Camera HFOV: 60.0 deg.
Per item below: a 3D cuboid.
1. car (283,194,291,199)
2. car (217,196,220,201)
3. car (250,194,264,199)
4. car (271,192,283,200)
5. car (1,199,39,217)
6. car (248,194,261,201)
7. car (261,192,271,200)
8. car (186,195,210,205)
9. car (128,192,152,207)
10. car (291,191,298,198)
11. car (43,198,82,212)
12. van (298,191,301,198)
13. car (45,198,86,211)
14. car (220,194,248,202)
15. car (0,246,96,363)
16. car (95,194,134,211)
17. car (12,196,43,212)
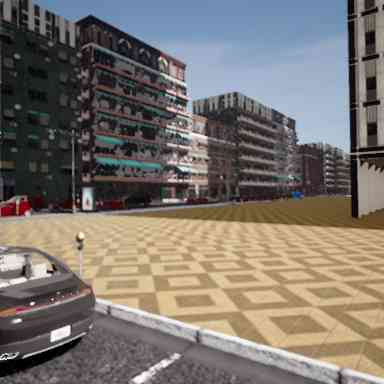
[{"bbox_3d":[20.396,1.020,76.508,2.008,1.369,4.403,-1,0,36],"label":"car"},{"bbox_3d":[7.128,1.137,72.460,1.967,1.590,4.097,-1,0,36],"label":"car"},{"bbox_3d":[16.845,1.148,85.899,1.947,1.339,4.313,-1,0,36],"label":"car"},{"bbox_3d":[17.155,0.823,72.029,2.192,1.841,5.009,-1,0,36],"label":"car"},{"bbox_3d":[-15.224,1.498,27.233,1.802,1.307,4.206,-1,0,36],"label":"car"},{"bbox_3d":[10.681,1.131,63.070,1.887,1.381,4.507,-1,0,36],"label":"car"},{"bbox_3d":[13.920,1.129,67.549,1.802,1.307,4.206,-1,0,36],"label":"car"},{"bbox_3d":[0.965,1.146,49.631,1.967,1.590,4.097,-1,0,36],"label":"car"},{"bbox_3d":[-8.139,1.087,46.929,2.150,2.045,5.566,-1,0,36],"label":"car"},{"bbox_3d":[23.635,1.014,80.988,1.802,1.307,4.206,-1,0,36],"label":"car"},{"bbox_3d":[-14.258,1.471,38.464,1.812,1.442,4.674,-1,0,35],"label":"car"},{"bbox_3d":[26.870,0.736,85.468,1.690,1.788,3.998,-1,0,36],"label":"van"},{"bbox_3d":[-15.538,1.525,41.103,1.887,1.381,4.507,-1,0,36],"label":"car"},{"bbox_3d":[7.443,1.176,58.590,2.008,1.369,4.403,-1,0,36],"label":"car"},{"bbox_3d":[-3.445,1.571,5.498,4.403,1.369,2.008,0,-1,35],"label":"car"},{"bbox_3d":[-8.749,1.271,36.192,1.967,1.590,4.097,-1,0,36],"label":"car"},{"bbox_3d":[-18.779,1.339,36.623,2.192,1.841,5.009,-1,0,36],"label":"car"}]
